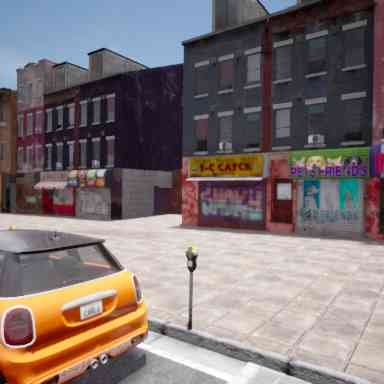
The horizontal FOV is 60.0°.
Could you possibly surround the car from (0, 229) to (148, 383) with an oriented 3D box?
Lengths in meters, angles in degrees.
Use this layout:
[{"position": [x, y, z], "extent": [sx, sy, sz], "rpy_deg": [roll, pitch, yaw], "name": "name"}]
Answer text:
[{"position": [-2.864, 1.351, 5.000], "extent": [4.553, 1.767, 2.097], "rpy_deg": [0, 0, 36], "name": "car"}]
